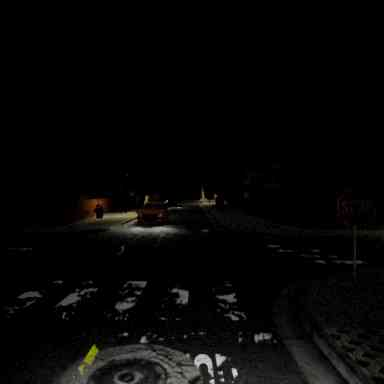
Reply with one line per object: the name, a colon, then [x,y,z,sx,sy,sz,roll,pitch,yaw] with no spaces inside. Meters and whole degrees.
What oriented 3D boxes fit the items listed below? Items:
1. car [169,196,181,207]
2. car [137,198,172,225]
car: [-2.801,1.324,50.639,2.097,1.767,4.553,0,0,0]
car: [-2.774,1.481,24.408,1.882,1.535,5.008,0,0,0]
